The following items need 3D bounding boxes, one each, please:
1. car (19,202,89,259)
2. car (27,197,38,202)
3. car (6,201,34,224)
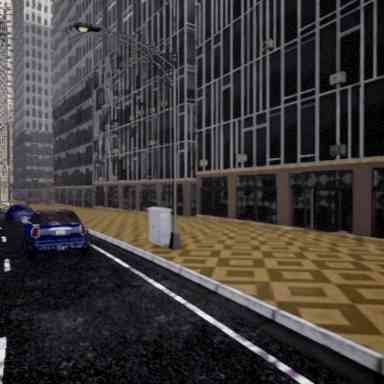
[{"bbox_3d":[-5.696,1.466,13.596,2.097,1.767,4.553,0,0,-30],"label":"car"},{"bbox_3d":[-37.321,2.160,80.638,5.009,1.841,2.192,0,0,-36],"label":"car"},{"bbox_3d":[-13.983,1.772,27.062,1.812,1.442,4.674,-1,0,-33],"label":"car"}]
